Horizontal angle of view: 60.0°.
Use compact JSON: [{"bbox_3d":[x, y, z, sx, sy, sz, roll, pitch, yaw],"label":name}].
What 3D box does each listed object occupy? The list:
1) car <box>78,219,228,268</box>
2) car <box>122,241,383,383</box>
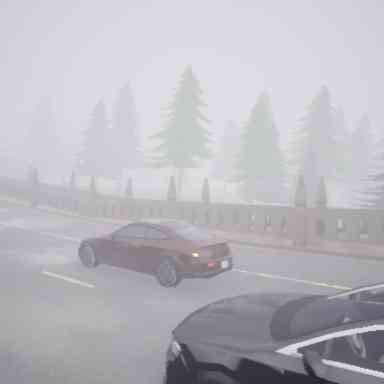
[{"bbox_3d":[-1.103,1.456,9.078,4.674,1.442,1.812,2,1,35],"label":"car"},{"bbox_3d":[1.958,1.492,2.596,4.902,1.511,2.128,0,0,35],"label":"car"}]
